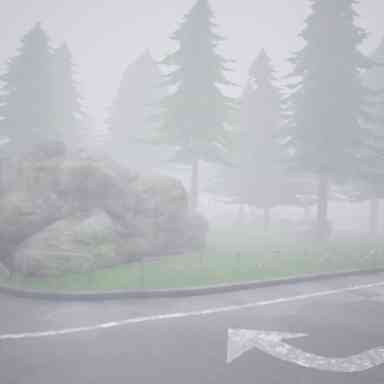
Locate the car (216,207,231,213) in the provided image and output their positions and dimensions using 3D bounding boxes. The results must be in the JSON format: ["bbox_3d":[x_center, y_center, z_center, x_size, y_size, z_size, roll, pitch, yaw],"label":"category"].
[{"bbox_3d":[5.763,3.576,65.950,1.994,1.385,4.181,4,-2,-21],"label":"car"}]

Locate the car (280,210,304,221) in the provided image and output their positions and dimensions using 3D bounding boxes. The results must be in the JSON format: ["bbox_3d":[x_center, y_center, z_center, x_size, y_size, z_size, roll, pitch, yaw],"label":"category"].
[{"bbox_3d":[14.010,3.204,49.166,2.150,2.045,5.566,4,-1,-30],"label":"car"}]

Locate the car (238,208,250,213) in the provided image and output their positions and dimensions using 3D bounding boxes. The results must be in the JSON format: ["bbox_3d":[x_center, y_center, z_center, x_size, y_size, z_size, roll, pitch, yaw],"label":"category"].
[{"bbox_3d":[10.467,3.734,64.157,1.994,1.385,4.181,4,-2,-22],"label":"car"}]

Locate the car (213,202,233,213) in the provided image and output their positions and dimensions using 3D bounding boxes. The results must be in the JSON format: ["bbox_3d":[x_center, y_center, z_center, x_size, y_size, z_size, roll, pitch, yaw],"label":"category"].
[{"bbox_3d":[6.807,3.381,73.471,2.150,2.045,5.566,3,-1,-17],"label":"car"}]
